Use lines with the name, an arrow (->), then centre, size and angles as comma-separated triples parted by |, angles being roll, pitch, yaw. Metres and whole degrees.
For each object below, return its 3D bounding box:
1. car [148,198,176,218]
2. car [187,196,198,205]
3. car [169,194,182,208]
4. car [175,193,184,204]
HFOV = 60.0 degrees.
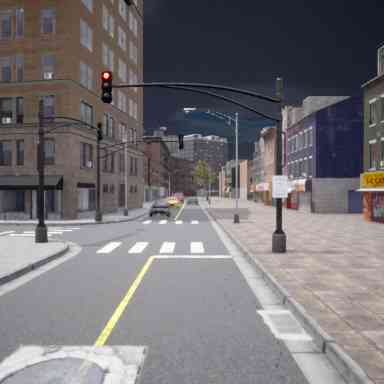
car -> -2.839, 1.552, 30.941 | 2.033, 1.411, 5.357 | 0, 0, 0
car -> 0.118, 1.510, 59.158 | 2.128, 1.511, 4.902 | 0, 0, 0
car -> -2.832, 1.489, 47.118 | 1.882, 1.535, 5.008 | 0, 0, 0
car -> -2.733, 1.236, 66.684 | 2.150, 2.045, 5.566 | 0, 0, 0
